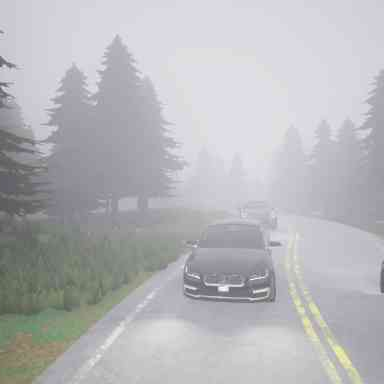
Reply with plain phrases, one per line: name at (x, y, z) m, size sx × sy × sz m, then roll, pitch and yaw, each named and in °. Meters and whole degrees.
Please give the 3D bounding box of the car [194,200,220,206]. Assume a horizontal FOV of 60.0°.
car at (1.917, 1.799, 44.857) m, size 1.812 × 1.442 × 4.674 m, roll 3°, pitch -5°, yaw -35°

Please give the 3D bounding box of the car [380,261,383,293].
car at (4.493, 1.308, 4.640) m, size 2.097 × 1.767 × 4.553 m, roll -1°, pitch 0°, yaw 8°

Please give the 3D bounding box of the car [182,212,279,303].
car at (1.091, 1.496, 8.410) m, size 1.837 × 1.490 × 4.892 m, roll -1°, pitch 0°, yaw 12°

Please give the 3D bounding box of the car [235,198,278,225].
car at (3.875, 1.270, 20.363) m, size 2.097 × 1.767 × 4.553 m, roll -1°, pitch 0°, yaw 5°

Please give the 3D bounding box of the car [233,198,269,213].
car at (6.201, 1.410, 35.732) m, size 1.837 × 1.490 × 4.892 m, roll 2°, pitch -1°, yaw -16°
